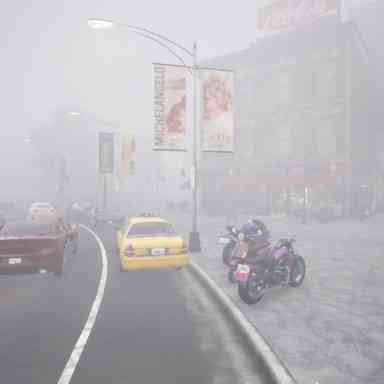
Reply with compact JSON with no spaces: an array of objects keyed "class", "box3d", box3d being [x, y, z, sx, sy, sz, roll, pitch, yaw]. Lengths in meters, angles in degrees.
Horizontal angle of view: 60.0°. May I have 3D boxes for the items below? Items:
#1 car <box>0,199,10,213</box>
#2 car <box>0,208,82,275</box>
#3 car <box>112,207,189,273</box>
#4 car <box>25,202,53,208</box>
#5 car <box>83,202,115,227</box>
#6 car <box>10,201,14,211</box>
[{"class":"car","box3d":[-10.282,1.343,15.774,2.097,1.767,4.553,0,0,-22]},{"class":"car","box3d":[-4.724,1.474,10.249,1.882,1.535,5.008,0,0,-13]},{"class":"car","box3d":[-1.493,1.456,10.762,1.801,1.575,5.366,0,0,-15]},{"class":"car","box3d":[-11.613,1.516,25.484,1.812,1.442,4.674,0,0,-32]},{"class":"car","box3d":[-6.003,1.591,22.679,1.895,1.301,4.718,0,0,-25]},{"class":"car","box3d":[-21.491,1.457,36.872,5.008,1.535,1.882,0,0,41]}]
